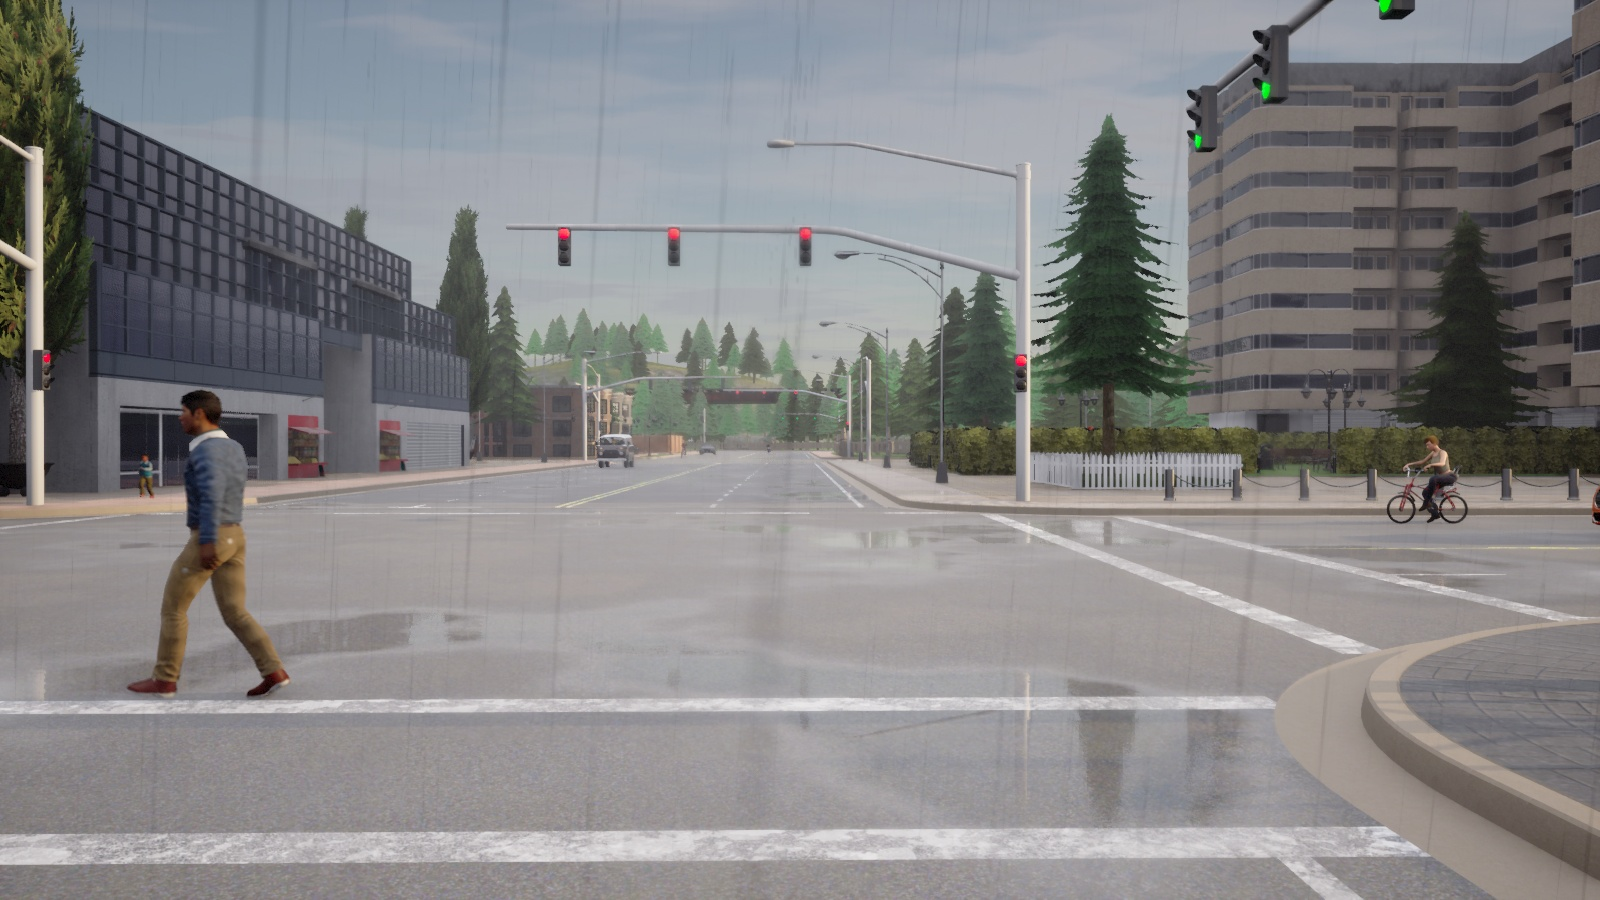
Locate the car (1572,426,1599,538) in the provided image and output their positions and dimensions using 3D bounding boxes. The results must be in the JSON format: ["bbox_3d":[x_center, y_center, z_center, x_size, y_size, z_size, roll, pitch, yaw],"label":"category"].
[{"bbox_3d":[14.889,0.507,19.479,4.553,1.767,2.097,0,0,0],"label":"car"}]

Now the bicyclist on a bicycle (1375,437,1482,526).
[{"bbox_3d":[11.464,0.563,22.946,1.509,1.612,0.866,0,0,0],"label":"bicyclist on a bicycle"}]

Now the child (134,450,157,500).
[{"bbox_3d":[-15.714,0.602,30.145,0.343,1.192,0.448,0,0,-3],"label":"child"}]

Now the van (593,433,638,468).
[{"bbox_3d":[-11.078,0.034,75.577,2.069,2.038,4.480,0,0,0],"label":"van"}]

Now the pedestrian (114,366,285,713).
[{"bbox_3d":[-3.462,0.504,7.272,0.788,1.949,0.423,0,0,0],"label":"pedestrian"}]
